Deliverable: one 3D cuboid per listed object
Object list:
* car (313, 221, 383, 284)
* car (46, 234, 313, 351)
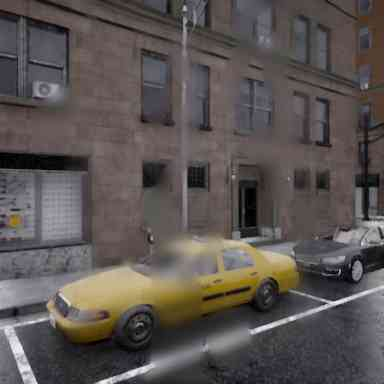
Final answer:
[{"bbox_3d":[4.602,1.544,9.459,4.403,1.369,2.008,0,0,-35],"label":"car"},{"bbox_3d":[-0.033,1.523,6.161,4.829,1.417,1.752,0,0,-35],"label":"car"}]
